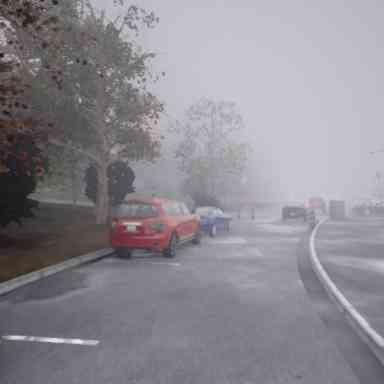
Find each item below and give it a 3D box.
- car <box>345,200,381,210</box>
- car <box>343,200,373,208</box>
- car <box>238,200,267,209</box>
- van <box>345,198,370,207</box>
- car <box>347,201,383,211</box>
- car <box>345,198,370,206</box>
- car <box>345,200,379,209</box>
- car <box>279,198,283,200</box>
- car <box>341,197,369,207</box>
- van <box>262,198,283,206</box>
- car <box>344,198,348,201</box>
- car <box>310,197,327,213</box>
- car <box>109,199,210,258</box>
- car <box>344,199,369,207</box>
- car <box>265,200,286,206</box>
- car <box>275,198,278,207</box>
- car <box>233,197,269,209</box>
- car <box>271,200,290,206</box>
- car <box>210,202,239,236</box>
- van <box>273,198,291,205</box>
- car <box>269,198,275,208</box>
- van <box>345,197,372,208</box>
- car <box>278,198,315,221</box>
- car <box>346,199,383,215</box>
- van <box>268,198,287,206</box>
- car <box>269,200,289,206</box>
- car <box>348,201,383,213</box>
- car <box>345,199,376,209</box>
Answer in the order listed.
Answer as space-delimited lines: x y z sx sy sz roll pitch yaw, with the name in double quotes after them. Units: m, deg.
28.360 2.169 55.307 4.792 1.488 2.163 1 -1 4 "car"
34.240 2.398 68.758 5.008 1.535 2.097 1 -1 4 "car"
10.850 2.266 59.708 4.792 1.488 2.163 -1 -1 4 "car"
35.536 2.230 71.445 4.442 1.987 1.878 1 -1 4 "van"
26.050 2.079 49.927 4.674 1.452 2.002 1 -1 4 "car"
22.542 1.890 41.856 4.892 1.521 2.231 1 0 4 "car"
29.568 2.190 57.996 4.892 1.521 2.231 1 -1 4 "car"
16.762 2.493 73.203 4.892 1.521 2.231 -1 -1 4 "car"
38.961 2.378 79.517 5.566 2.045 2.435 1 -1 4 "car"
18.986 2.379 78.614 4.442 1.987 1.878 -1 -1 3 "van"
25.062 1.988 47.233 5.366 1.575 1.946 1 -1 4 "car"
16.534 1.670 44.006 2.150 2.045 5.566 0 -1 24 "car"
-1.207 1.283 13.386 2.435 2.045 5.566 0 0 16 "car"
36.559 2.384 74.140 4.553 1.767 2.185 1 -1 4 "car"
20.283 2.699 81.297 4.674 1.452 2.002 -1 -1 4 "car"
14.375 2.418 67.808 4.792 1.488 2.163 -1 -1 3 "car"
9.729 1.934 57.020 5.566 2.045 2.435 -1 -2 4 "car"
23.803 2.879 89.404 4.674 1.452 2.002 -1 -2 3 "car"
0.851 1.569 19.015 2.097 1.535 5.008 0 0 22 "car"
24.863 2.678 92.107 4.442 1.987 1.878 -1 -1 4 "van"
13.257 2.210 65.110 4.553 1.767 2.185 -1 -1 3 "car"
32.961 2.117 66.071 4.442 1.987 1.878 1 -1 4 "van"
8.807 1.548 27.781 1.882 1.535 5.008 -1 -1 26 "car"
20.192 1.790 36.486 4.892 1.521 2.231 1 -1 4 "car"
21.570 2.491 84.006 4.442 1.987 1.878 -1 -2 3 "van"
22.630 2.818 86.703 4.674 1.452 2.002 -1 -2 4 "car"
23.708 1.979 44.547 4.674 1.452 2.002 1 -1 4 "car"
30.765 2.115 60.683 4.553 1.767 2.185 1 -1 4 "car"
